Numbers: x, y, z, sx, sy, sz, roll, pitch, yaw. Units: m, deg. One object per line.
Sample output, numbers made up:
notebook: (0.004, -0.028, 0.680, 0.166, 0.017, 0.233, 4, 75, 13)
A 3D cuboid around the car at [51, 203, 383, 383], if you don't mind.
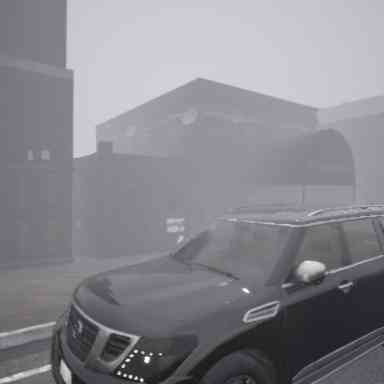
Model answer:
car: (1.150, 1.215, 4.507, 5.566, 2.045, 2.150, 0, 0, -36)
